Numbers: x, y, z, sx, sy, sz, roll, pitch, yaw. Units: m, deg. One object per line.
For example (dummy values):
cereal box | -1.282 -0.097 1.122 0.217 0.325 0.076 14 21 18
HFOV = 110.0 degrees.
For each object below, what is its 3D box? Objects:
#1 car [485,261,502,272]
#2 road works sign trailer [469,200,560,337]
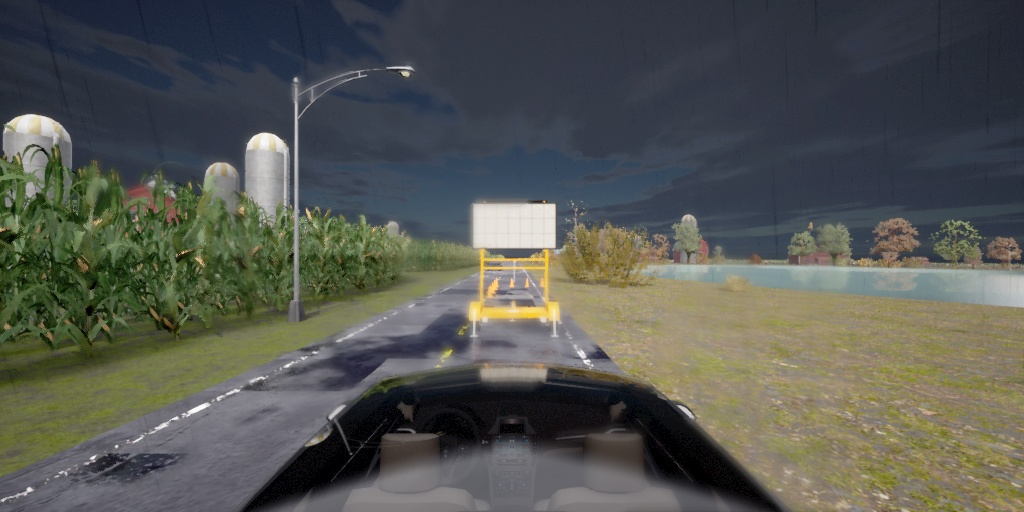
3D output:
car | -2.411 1.369 47.714 1.994 1.385 4.181 0 0 0
road works sign trailer | 0.069 0.217 10.259 2.380 3.560 2.880 0 0 0
